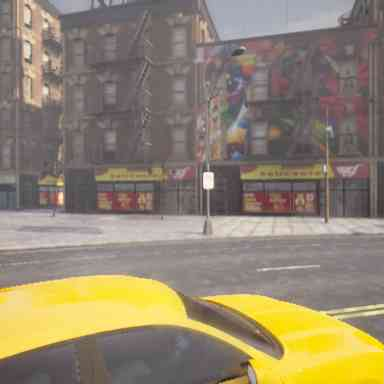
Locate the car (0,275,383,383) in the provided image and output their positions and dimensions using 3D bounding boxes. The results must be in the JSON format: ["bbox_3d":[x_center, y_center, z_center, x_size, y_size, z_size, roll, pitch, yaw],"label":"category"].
[{"bbox_3d":[-0.601,1.475,2.641,5.008,1.535,1.882,0,0,-25],"label":"car"}]
